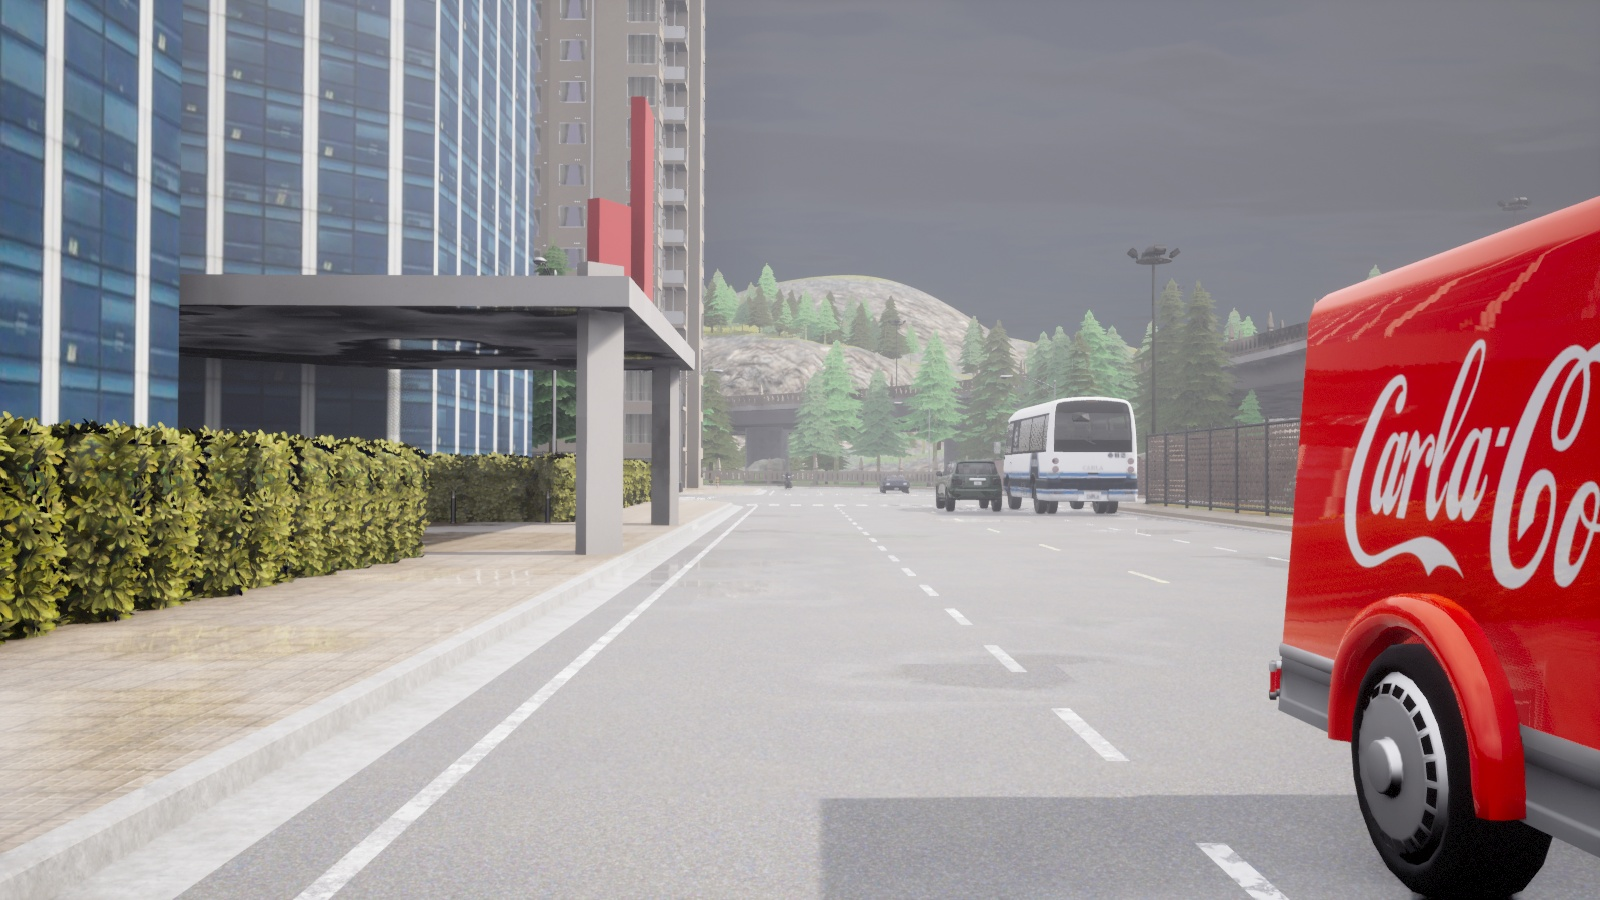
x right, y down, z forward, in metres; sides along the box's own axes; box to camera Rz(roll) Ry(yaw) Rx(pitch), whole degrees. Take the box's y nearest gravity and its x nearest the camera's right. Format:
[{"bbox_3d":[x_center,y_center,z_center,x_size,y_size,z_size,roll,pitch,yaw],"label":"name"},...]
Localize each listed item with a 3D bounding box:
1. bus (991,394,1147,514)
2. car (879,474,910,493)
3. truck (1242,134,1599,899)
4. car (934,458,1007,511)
[{"bbox_3d":[10.362,0.232,49.859,3.944,4.253,10.273,0,-1,0],"label":"bus"},{"bbox_3d":[6.760,2.397,90.079,1.895,1.301,4.718,0,-1,0],"label":"car"},{"bbox_3d":[3.488,0.373,3.519,2.627,2.467,5.204,0,-1,0],"label":"truck"},{"bbox_3d":[6.864,1.363,51.171,2.150,2.045,5.566,0,-1,0],"label":"car"}]
